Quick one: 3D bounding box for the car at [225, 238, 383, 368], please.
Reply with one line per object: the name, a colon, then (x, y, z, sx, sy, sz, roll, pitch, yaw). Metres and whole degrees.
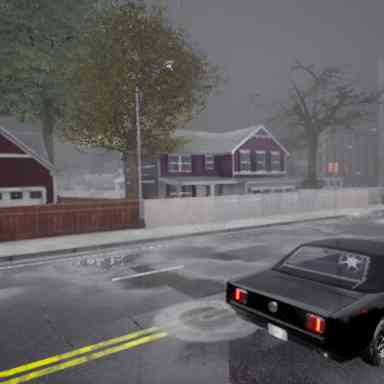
car: (2.915, 1.438, 5.509, 4.718, 1.301, 1.895, -2, 1, -35)
